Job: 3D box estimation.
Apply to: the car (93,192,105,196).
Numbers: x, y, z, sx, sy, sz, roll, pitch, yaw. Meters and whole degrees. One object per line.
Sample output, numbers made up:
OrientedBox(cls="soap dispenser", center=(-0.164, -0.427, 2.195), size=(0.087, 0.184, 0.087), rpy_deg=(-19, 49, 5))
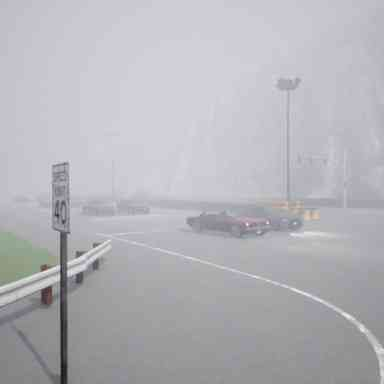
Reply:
OrientedBox(cls="car", center=(-20.872, 0.757, 74.770), size=(2.097, 1.767, 4.553), rpy_deg=(0, 1, -38))

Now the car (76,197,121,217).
OrientedBox(cls="car", center=(-8.682, 1.432, 30.620), size=(1.837, 1.490, 4.892), rpy_deg=(0, 0, -38))

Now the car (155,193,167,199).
OrientedBox(cls="car", center=(-7.899, 0.951, 69.532), size=(2.097, 1.767, 4.553), rpy_deg=(0, 1, -38))

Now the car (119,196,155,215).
OrientedBox(cls="car", center=(-5.924, 1.424, 32.775), size=(1.837, 1.490, 4.892), rpy_deg=(0, 1, -38))

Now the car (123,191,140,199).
OrientedBox(cls="car", center=(-14.060, 0.740, 77.414), size=(2.097, 1.767, 4.553), rpy_deg=(0, 1, -38))

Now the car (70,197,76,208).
OrientedBox(cls="car", center=(-16.414, 1.358, 46.172), size=(2.033, 1.411, 5.357), rpy_deg=(0, 1, -38))

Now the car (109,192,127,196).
OrientedBox(cls="car", center=(-14.528, 1.182, 66.810), size=(1.895, 1.301, 4.718), rpy_deg=(0, 1, -38))

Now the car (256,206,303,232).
OrientedBox(cls="car", center=(4.407, 1.527, 19.740), size=(1.994, 1.385, 4.181), rpy_deg=(0, 0, -38))

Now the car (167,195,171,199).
OrientedBox(cls="car", center=(-6.703, 1.147, 73.701), size=(1.895, 1.301, 4.718), rpy_deg=(0, 1, -38))

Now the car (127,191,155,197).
OrientedBox(cls="car", center=(-10.358, 0.831, 67.159), size=(2.150, 2.045, 5.566), rpy_deg=(0, 1, -38))

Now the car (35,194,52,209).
OrientedBox(cls="car", center=(-18.367, 1.356, 42.986), size=(1.812, 1.442, 4.674), rpy_deg=(0, 0, -38))

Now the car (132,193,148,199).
OrientedBox(cls="car", center=(-12.691, 0.901, 81.347), size=(1.812, 1.442, 4.674), rpy_deg=(0, 1, -38))

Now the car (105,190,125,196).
OrientedBox(cls="car", center=(-16.846, 0.661, 75.295), size=(2.150, 2.045, 5.566), rpy_deg=(0, 1, -38))

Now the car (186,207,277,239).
OrientedBox(cls="car", center=(1.790, 1.573, 17.405), size=(1.895, 1.301, 4.718), rpy_deg=(0, 0, -38))

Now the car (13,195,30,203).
OrientedBox(cls="car", center=(-29.174, 1.200, 56.959), size=(1.895, 1.301, 4.718), rpy_deg=(0, 1, -38))
